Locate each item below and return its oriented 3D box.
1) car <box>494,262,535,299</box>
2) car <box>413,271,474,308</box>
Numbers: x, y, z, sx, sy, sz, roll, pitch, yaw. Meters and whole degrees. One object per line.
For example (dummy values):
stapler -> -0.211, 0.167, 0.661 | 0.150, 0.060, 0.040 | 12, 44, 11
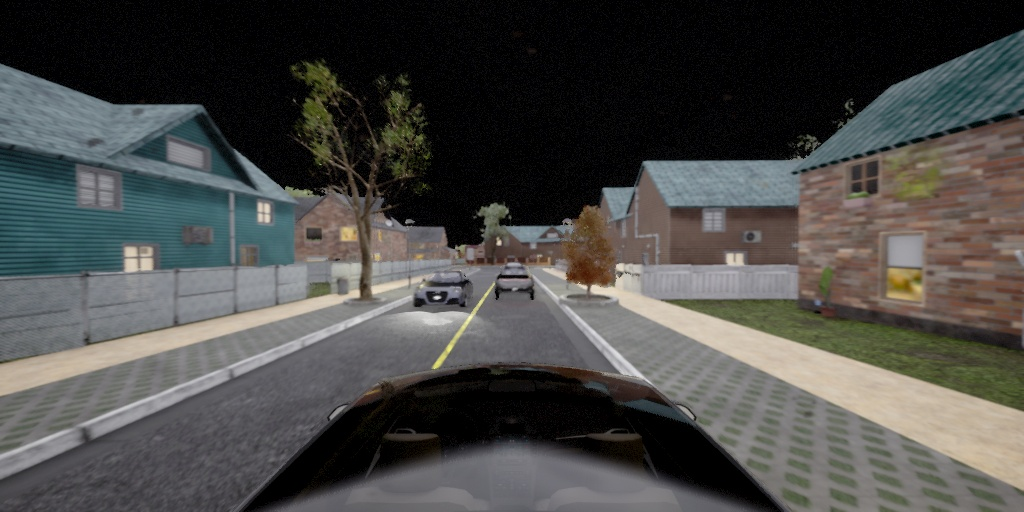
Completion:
car -> 0.128, 1.244, 17.931 | 2.128, 1.511, 4.902 | 0, 0, 0
car -> -2.720, 1.318, 14.993 | 1.994, 1.385, 4.181 | 0, 0, 0
